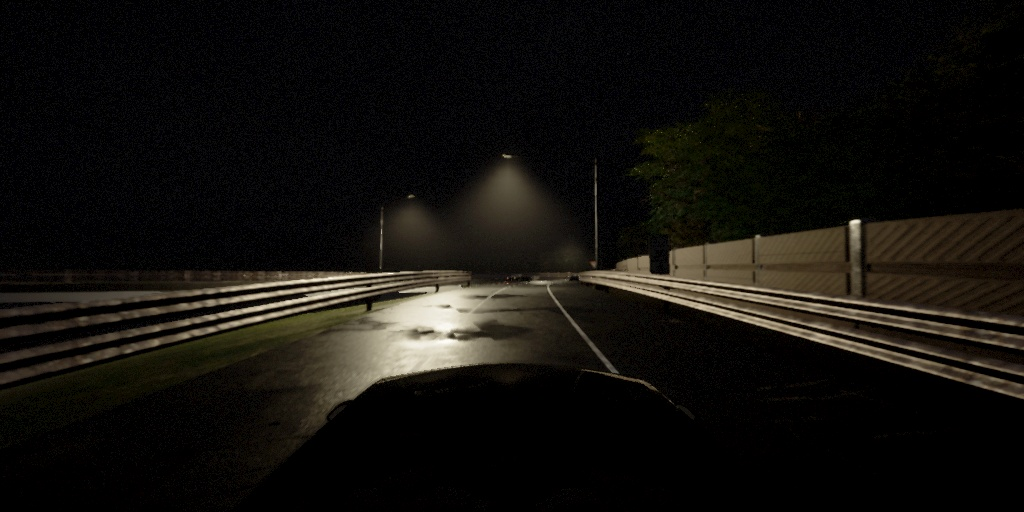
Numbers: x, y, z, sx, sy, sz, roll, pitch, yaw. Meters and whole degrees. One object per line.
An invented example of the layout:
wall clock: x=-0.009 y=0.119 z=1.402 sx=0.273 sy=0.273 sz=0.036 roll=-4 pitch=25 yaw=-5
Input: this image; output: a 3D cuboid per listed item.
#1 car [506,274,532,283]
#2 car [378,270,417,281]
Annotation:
car: x=1.166 y=3.389 z=53.830 sx=1.895 sy=1.301 sz=4.718 roll=-2 pitch=-4 yaw=33
car: x=-12.328 y=2.269 z=37.205 sx=1.882 sy=1.535 sz=5.008 roll=-3 pitch=-4 yaw=45
